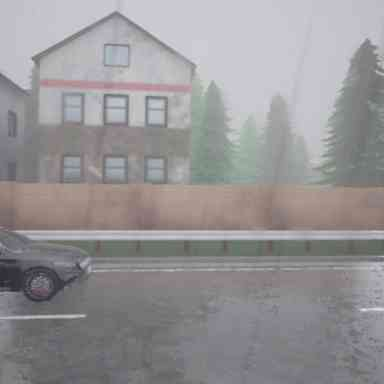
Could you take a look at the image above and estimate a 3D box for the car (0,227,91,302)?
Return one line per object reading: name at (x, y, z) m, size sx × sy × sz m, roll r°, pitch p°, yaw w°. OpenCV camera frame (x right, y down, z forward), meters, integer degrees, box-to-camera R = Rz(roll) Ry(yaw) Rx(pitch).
car at (-4.675, 1.489, 7.408) m, size 4.674 × 1.442 × 1.812 m, roll 1°, pitch 0°, yaw -5°
